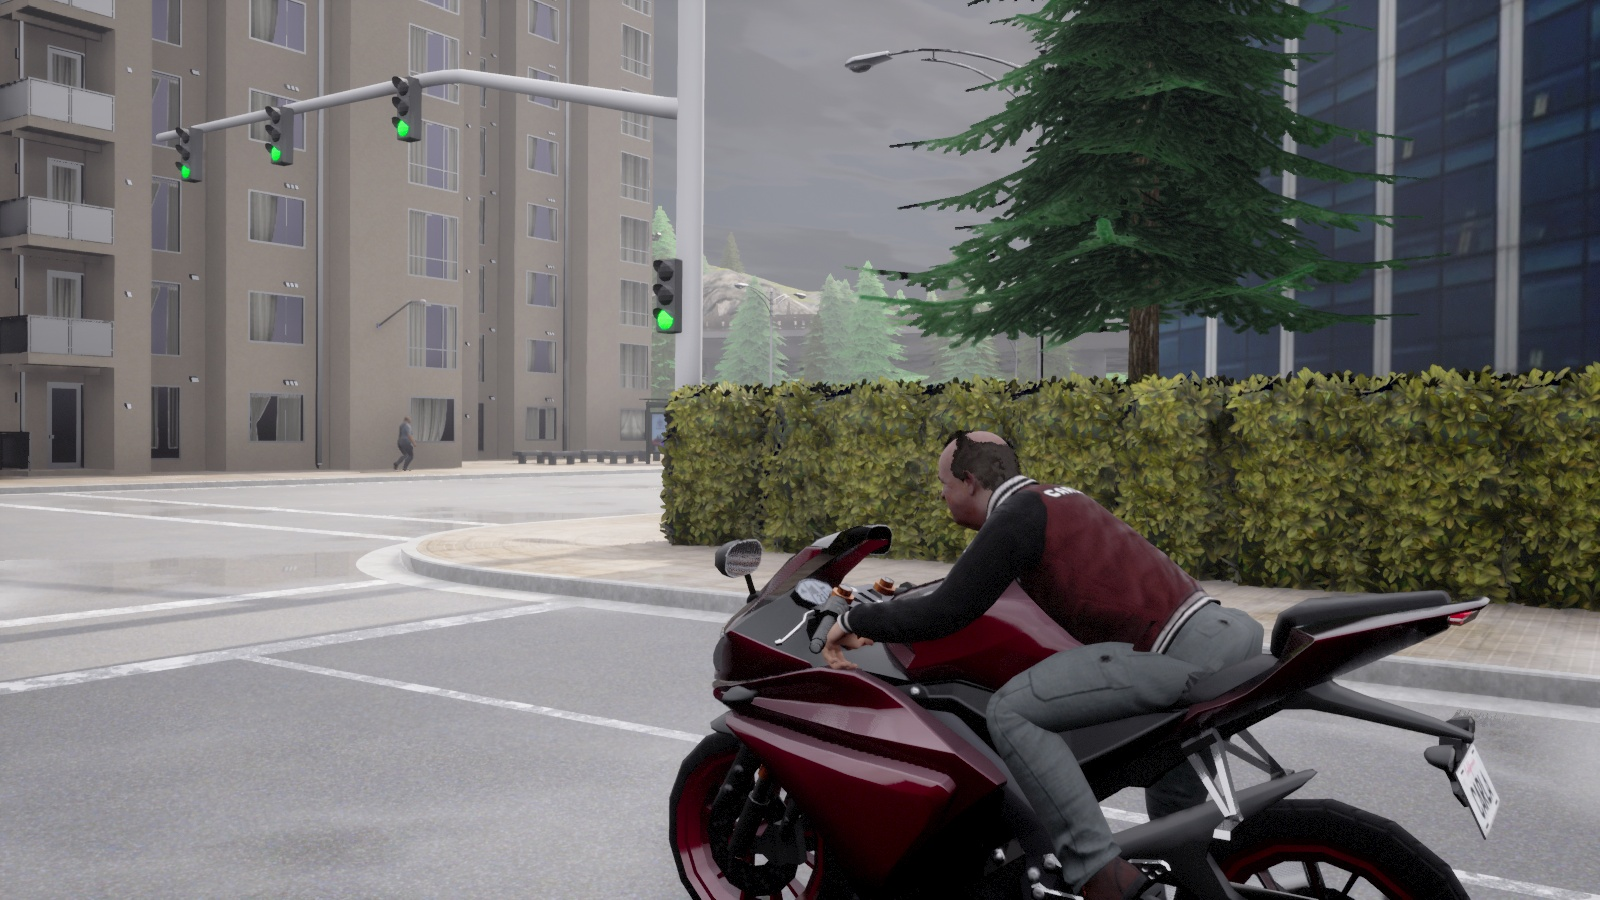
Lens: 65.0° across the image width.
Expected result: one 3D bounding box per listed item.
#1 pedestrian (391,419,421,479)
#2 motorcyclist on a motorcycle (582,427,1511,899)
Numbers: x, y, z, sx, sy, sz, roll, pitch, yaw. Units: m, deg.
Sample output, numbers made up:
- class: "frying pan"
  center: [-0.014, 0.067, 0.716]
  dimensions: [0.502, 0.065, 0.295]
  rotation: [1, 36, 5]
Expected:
- class: "pedestrian"
  center: [-12.233, -0.031, 38.972]
  dimensions: [0.540, 1.848, 0.694]
  rotation: [0, 1, 41]
- class: "motorcyclist on a motorcycle"
  center: [0.552, 0.717, 3.257]
  dimensions: [2.191, 1.530, 0.866]
  rotation: [0, 1, 34]
